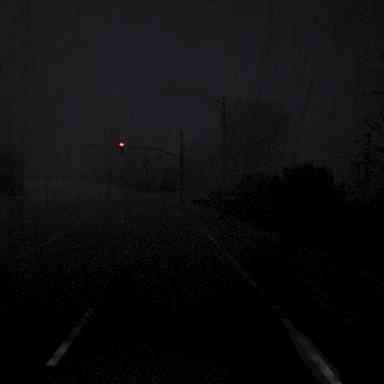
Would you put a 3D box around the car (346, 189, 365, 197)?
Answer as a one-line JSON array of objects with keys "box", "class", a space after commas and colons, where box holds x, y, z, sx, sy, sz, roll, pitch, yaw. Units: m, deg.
[{"box": [31.251, 0.194, 64.901, 5.357, 1.411, 2.033, 2, 2, -24], "class": "car"}]

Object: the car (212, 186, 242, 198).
[{"box": [5.025, -0.078, 45.384, 4.902, 1.511, 2.128, 0, 3, -24], "class": "car"}]
